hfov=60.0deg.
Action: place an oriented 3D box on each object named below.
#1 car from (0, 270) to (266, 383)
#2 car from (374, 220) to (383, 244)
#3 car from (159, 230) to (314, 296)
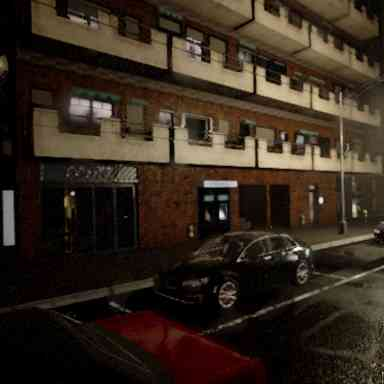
[{"bbox_3d":[-1.714,1.650,2.003,4.718,1.301,1.895,0,-1,-40],"label":"car"},{"bbox_3d":[9.769,1.586,15.015,4.403,1.369,2.008,0,-2,-40],"label":"car"},{"bbox_3d":[1.180,1.623,7.822,4.403,1.369,2.008,0,-2,-40],"label":"car"}]
